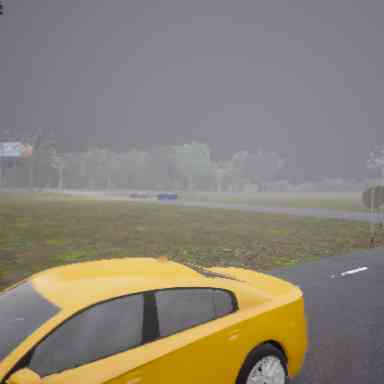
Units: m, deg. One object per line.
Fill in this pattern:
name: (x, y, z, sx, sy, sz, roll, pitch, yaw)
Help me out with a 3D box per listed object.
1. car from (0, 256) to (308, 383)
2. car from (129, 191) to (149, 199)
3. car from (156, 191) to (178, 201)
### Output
car: (-0.994, 1.473, 3.161, 5.008, 1.535, 1.882, 0, 0, -36)
car: (-10.306, 0.528, 64.663, 2.033, 1.411, 5.357, 1, 1, -35)
car: (-4.276, 0.660, 56.168, 1.882, 1.535, 5.008, 1, 0, -35)
